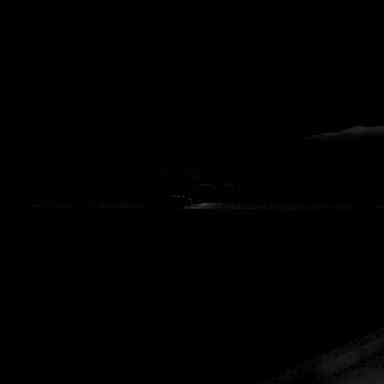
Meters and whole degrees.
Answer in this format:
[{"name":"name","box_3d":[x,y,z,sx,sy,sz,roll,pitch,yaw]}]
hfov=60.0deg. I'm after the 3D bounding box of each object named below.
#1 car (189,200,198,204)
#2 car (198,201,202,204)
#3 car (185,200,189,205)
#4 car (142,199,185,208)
[{"name":"car","box_3d":[-1.862,1.113,52.335,4.553,1.767,2.097,0,0,15]},{"name":"car","box_3d":[-0.678,1.265,55.644,4.674,1.442,1.812,0,0,15]},{"name":"car","box_3d":[-3.454,1.297,45.518,4.902,1.511,2.128,0,0,15]},{"name":"car","box_3d":[-3.893,1.301,42.013,5.008,1.535,1.882,-1,0,15]}]
